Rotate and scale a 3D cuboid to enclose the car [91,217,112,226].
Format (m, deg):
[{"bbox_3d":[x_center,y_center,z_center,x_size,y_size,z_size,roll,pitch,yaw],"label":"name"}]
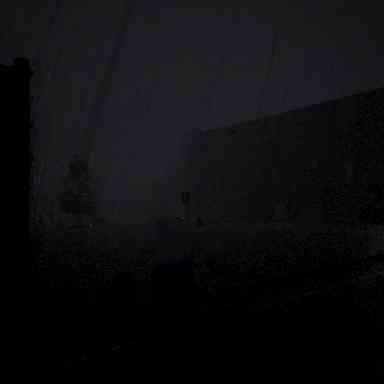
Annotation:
[{"bbox_3d":[-14.171,4.601,51.870,2.128,1.511,4.902,0,-5,-37],"label":"car"}]

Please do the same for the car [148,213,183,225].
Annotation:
[{"bbox_3d":[-2.897,2.983,36.456,1.895,1.301,4.718,0,-5,-36],"label":"car"}]
